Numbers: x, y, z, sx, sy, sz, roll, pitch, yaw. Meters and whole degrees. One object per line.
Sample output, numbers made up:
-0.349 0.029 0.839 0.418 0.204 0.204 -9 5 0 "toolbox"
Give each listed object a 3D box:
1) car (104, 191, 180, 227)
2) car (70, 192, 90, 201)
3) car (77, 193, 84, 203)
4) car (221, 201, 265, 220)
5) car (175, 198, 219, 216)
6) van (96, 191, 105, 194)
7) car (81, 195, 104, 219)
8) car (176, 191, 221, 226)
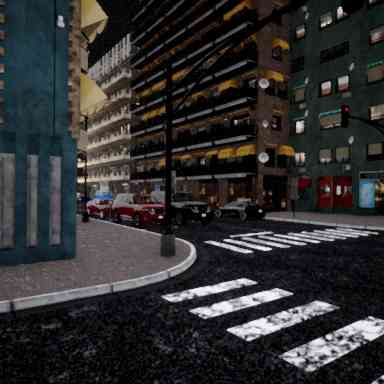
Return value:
-3.193 1.032 20.322 2.192 1.841 5.009 2 0 -36 "car"
-19.216 0.766 56.806 1.887 1.381 4.507 2 0 -36 "car"
-15.985 0.896 47.817 1.994 1.385 4.181 1 0 -35 "car"
3.616 1.350 25.197 1.947 1.339 4.313 2 0 -36 "car"
0.354 1.285 29.713 1.802 1.307 4.206 2 0 -36 "car"
-12.688 0.723 47.776 1.690 1.788 3.998 2 0 -36 "van"
-6.461 1.181 24.838 1.887 1.381 4.507 2 0 -36 "car"
-0.920 0.964 21.572 2.150 2.045 5.566 1 0 -36 "car"
